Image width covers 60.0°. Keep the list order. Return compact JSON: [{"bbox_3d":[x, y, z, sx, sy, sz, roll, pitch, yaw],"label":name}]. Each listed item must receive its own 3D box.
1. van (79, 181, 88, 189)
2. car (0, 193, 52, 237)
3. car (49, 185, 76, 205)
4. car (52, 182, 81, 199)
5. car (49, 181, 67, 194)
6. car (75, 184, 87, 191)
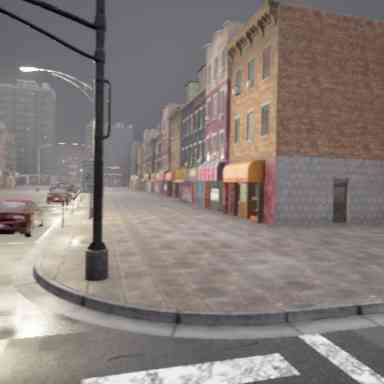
[{"bbox_3d":[-24.826,-1.556,76.230,1.690,1.788,3.998,1,2,-16],"label":"van"},{"bbox_3d":[-7.145,0.939,13.471,1.887,1.381,4.507,1,2,-16],"label":"car"},{"bbox_3d":[-11.566,0.348,29.161,1.887,1.381,4.507,1,2,-16],"label":"car"},{"bbox_3d":[-13.033,-0.076,34.385,2.192,1.841,5.009,1,2,-16],"label":"car"},{"bbox_3d":[-20.578,-0.722,51.406,2.097,1.767,4.553,1,2,-16],"label":"car"},{"bbox_3d":[-21.884,-0.963,65.775,1.947,1.339,4.313,1,2,-16],"label":"car"}]
